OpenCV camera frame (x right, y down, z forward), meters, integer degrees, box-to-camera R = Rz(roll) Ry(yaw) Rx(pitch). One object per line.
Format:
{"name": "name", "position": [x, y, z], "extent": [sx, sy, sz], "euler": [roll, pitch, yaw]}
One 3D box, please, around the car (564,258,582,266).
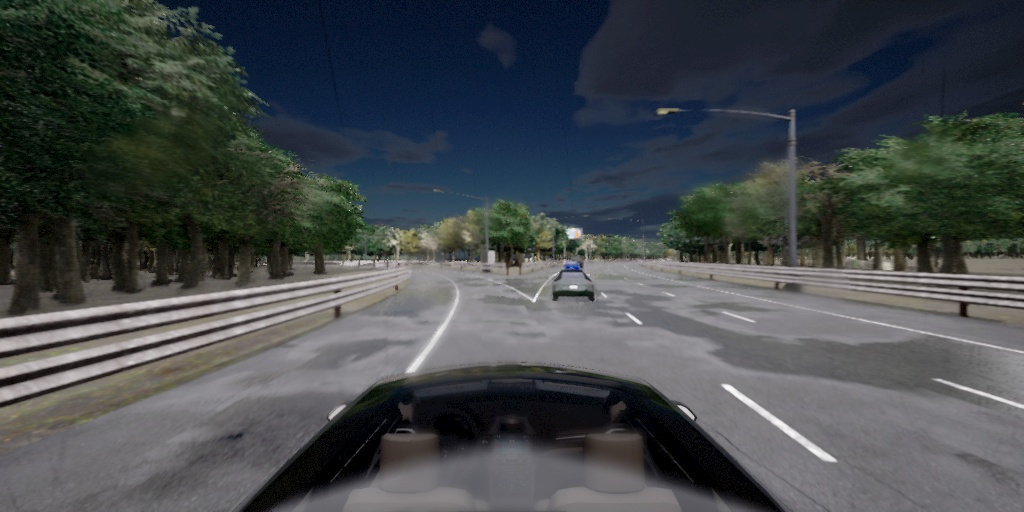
{"name": "car", "position": [8.064, 1.422, 48.510], "extent": [1.882, 1.535, 5.008], "euler": [0, 0, 12]}

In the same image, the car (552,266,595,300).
{"name": "car", "position": [3.026, 1.379, 18.169], "extent": [1.994, 1.385, 4.181], "euler": [0, 0, 7]}

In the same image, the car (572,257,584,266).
{"name": "car", "position": [11.670, 1.235, 64.381], "extent": [2.150, 2.045, 5.566], "euler": [0, 0, 14]}
